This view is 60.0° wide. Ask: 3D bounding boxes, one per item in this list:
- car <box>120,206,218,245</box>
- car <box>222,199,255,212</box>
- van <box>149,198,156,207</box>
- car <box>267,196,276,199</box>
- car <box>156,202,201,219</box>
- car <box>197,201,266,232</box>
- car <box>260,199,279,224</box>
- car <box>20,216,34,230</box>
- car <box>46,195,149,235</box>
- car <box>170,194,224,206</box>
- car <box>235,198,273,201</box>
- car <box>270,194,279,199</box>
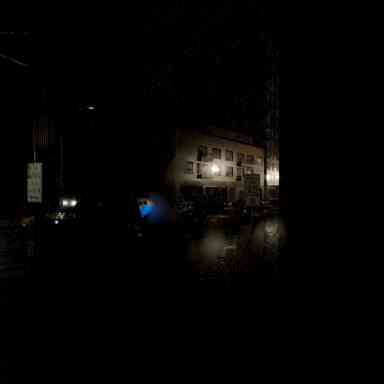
[{"bbox_3d":[-0.899,1.555,15.565,2.008,1.369,4.403,0,0,36],"label":"car"},{"bbox_3d":[5.506,1.548,38.913,1.947,1.339,4.313,0,0,36],"label":"car"},{"bbox_3d":[-4.481,1.331,25.146,1.690,1.788,3.998,0,0,36],"label":"van"},{"bbox_3d":[8.835,1.543,43.502,1.947,1.339,4.313,0,0,36],"label":"car"},{"bbox_3d":[-1.152,1.571,29.736,1.802,1.307,4.206,0,0,36],"label":"car"},{"bbox_3d":[2.529,1.531,20.290,1.752,1.417,4.829,0,0,36],"label":"car"},{"bbox_3d":[5.857,1.531,24.879,1.752,1.417,4.829,0,0,36],"label":"car"},{"bbox_3d":[-7.910,1.513,20.419,1.752,1.417,4.829,0,0,36],"label":"car"},{"bbox_3d":[-5.404,1.216,19.501,2.150,2.045,5.566,0,0,36],"label":"car"},{"bbox_3d":[0.683,1.216,27.885,2.150,2.045,5.566,0,0,36],"label":"car"},{"bbox_3d":[6.751,1.589,36.234,1.895,1.301,4.718,0,0,36],"label":"car"},{"bbox_3d":[12.165,1.287,48.091,2.192,1.841,5.009,0,0,36],"label":"car"}]
